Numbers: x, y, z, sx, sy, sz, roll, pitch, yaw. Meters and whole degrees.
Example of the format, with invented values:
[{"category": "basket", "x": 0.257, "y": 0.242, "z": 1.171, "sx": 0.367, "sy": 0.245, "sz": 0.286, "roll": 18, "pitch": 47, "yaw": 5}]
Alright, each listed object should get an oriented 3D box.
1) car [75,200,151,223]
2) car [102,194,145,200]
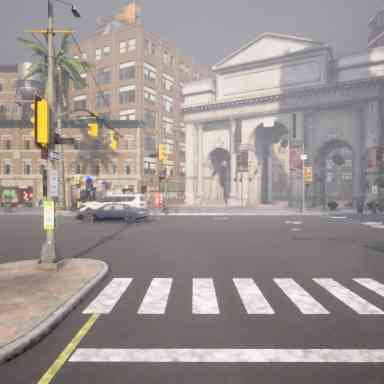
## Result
[{"category": "car", "x": -5.810, "y": 1.547, "z": 24.874, "sx": 5.357, "sy": 1.411, "sz": 2.033, "roll": 0, "pitch": 0, "yaw": 0}, {"category": "car", "x": -6.565, "y": 1.221, "z": 28.380, "sx": 5.566, "sy": 2.045, "sz": 2.150, "roll": 0, "pitch": 0, "yaw": 0}]
